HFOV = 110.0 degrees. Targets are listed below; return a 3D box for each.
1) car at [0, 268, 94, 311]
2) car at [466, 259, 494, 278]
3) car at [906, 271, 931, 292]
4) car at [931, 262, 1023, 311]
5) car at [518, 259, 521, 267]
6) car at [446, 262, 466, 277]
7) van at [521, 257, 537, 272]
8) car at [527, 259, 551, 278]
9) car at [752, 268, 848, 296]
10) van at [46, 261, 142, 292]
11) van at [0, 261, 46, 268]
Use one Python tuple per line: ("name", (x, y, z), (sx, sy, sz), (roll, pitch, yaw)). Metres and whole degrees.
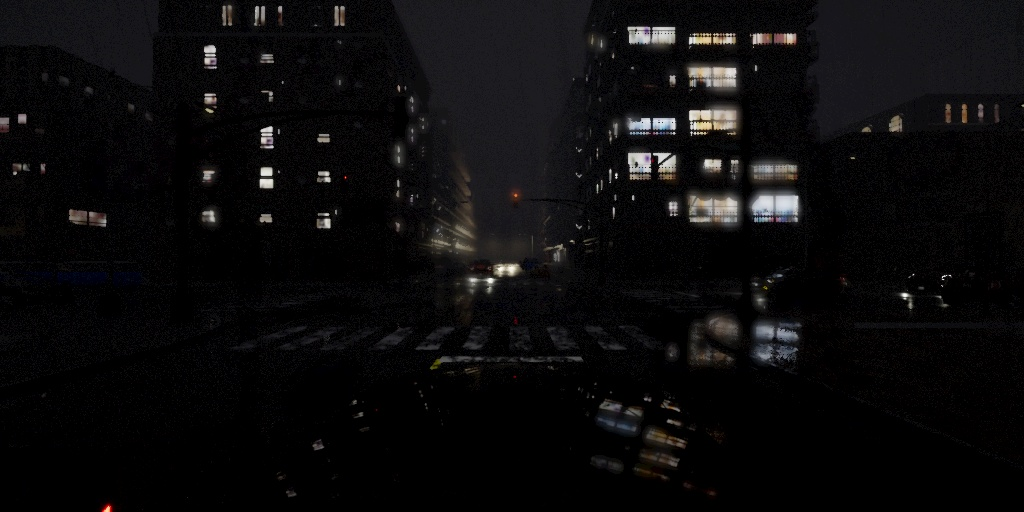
("car", (-19.364, 1.289, 13.646), (4.403, 1.370, 2.007), (0, 0, 1))
("car", (-2.824, 1.111, 34.461), (2.097, 1.767, 4.553), (0, 0, 0))
("car", (23.387, 1.073, 18.503), (4.553, 1.767, 2.097), (0, -1, 1))
("car", (18.663, 1.102, 13.140), (4.097, 1.591, 1.967), (0, 0, 1))
("car", (2.450, 1.096, 53.054), (2.192, 1.841, 5.009), (0, 0, 0))
("car", (-5.521, 1.315, 36.004), (2.007, 1.370, 4.403), (0, 0, 0))
("van", (2.495, 1.116, 47.400), (1.690, 1.789, 3.998), (0, 0, 0))
("car", (2.624, 1.287, 33.567), (1.751, 1.417, 4.829), (0, 0, 0))
("car", (14.689, 1.303, 18.617), (4.181, 1.385, 1.994), (0, -1, 1))
("van", (-24.852, 1.189, 21.600), (3.998, 1.789, 1.690), (0, 0, 1))
("van", (-30.447, 1.200, 21.674), (3.998, 1.789, 1.690), (0, 0, 1))
